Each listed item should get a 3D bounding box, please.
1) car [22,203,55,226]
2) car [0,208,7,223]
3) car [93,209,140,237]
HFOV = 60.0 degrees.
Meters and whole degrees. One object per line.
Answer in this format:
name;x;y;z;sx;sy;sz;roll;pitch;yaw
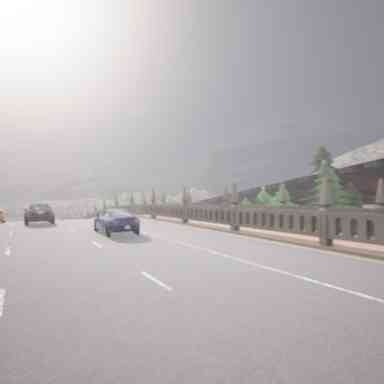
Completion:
car;-12.506;1.715;27.144;2.097;1.767;4.553;0;-2;-28
car;-18.948;2.209;31.891;1.882;1.535;5.008;0;-3;-28
car;-4.409;1.691;19.248;1.812;1.442;4.674;0;0;-28
